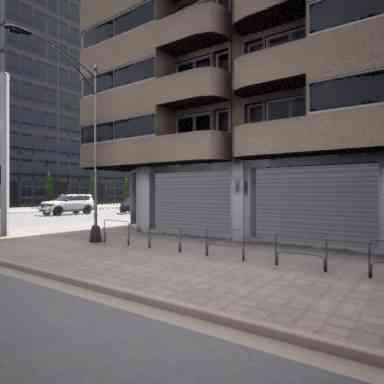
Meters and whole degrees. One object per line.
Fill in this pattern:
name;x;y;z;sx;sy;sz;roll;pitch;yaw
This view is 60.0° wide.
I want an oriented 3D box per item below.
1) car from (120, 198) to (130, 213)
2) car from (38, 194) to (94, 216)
car;-5.650;1.376;36.356;2.097;1.767;4.553;0;0;36
car;-12.420;1.249;33.372;2.150;2.045;5.566;0;0;36
